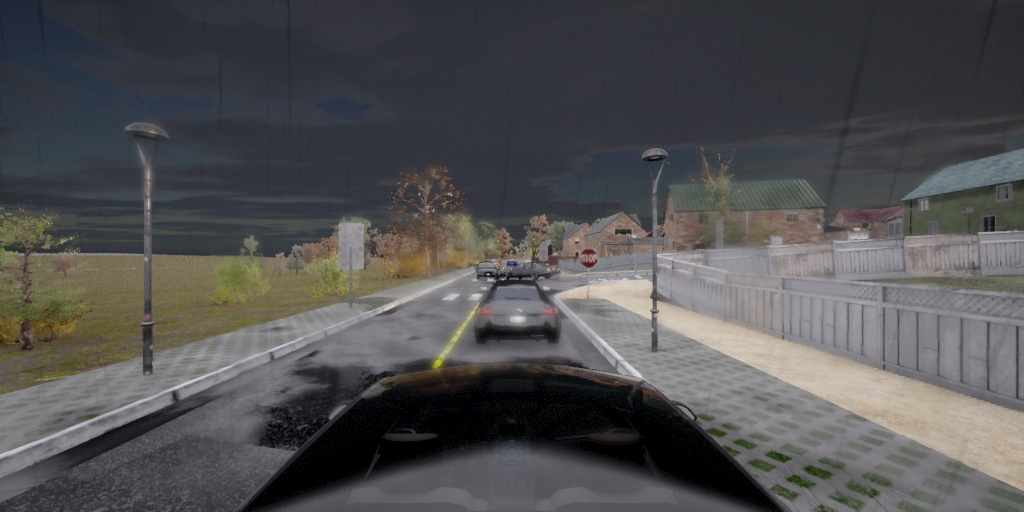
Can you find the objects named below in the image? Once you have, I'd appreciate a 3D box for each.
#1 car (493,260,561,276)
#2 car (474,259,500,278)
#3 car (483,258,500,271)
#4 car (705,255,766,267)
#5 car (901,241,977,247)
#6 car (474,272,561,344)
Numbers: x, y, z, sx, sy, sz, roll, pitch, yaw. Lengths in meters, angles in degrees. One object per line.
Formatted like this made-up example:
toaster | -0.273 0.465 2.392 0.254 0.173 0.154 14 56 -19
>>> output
car | 1.332 1.198 28.621 5.357 1.411 2.033 -4 -3 43
car | -2.256 1.258 31.532 1.837 1.490 4.892 0 0 -8
car | -2.855 1.121 51.350 2.097 1.767 4.553 0 0 1
car | 14.384 0.413 22.999 4.181 1.385 1.994 -3 0 16
car | 23.885 -0.208 20.579 4.902 1.511 2.128 -3 0 14
car | 0.101 1.313 9.606 1.994 1.385 4.181 0 0 -1
